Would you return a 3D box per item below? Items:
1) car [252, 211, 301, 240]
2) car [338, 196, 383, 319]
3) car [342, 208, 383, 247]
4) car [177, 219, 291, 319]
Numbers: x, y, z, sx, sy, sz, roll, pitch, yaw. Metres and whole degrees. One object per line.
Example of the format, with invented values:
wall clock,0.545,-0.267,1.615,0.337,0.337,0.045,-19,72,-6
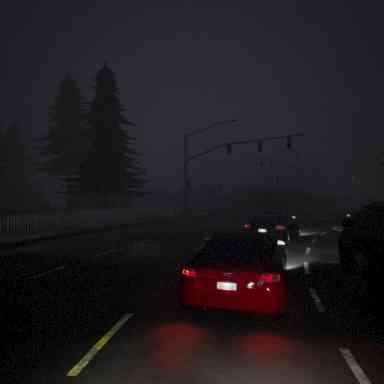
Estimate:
car,3.781,1.564,15.540,1.994,1.385,4.181,0,0,26
car,4.701,1.221,7.210,2.150,2.045,5.566,0,0,15
car,8.359,1.564,15.802,1.994,1.385,4.181,0,0,28
car,1.123,1.564,7.568,1.994,1.385,4.181,0,0,15
